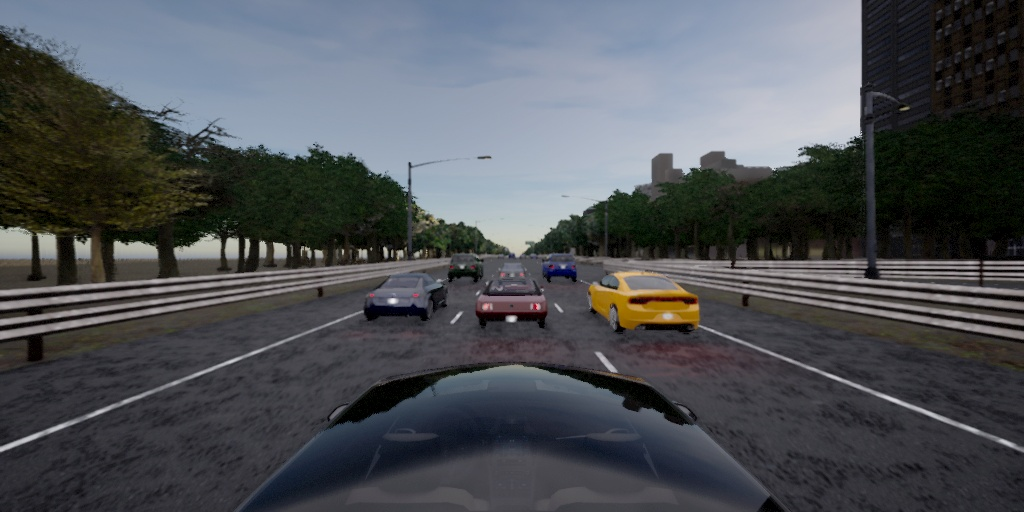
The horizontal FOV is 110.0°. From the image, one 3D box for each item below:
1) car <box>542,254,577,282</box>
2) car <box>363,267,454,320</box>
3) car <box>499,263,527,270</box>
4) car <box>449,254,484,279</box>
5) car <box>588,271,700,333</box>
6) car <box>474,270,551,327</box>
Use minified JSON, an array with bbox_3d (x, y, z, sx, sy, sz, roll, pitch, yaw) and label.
[{"bbox_3d":[3.560,0.834,27.499,2.150,2.045,5.566,0,1,0],"label":"car"},{"bbox_3d":[-3.440,1.265,12.380,1.994,1.385,4.181,0,0,0],"label":"car"},{"bbox_3d":[0.037,1.179,24.772,2.033,1.411,5.357,0,0,0],"label":"car"},{"bbox_3d":[-3.442,0.834,27.475,2.150,2.045,5.566,0,1,0],"label":"car"},{"bbox_3d":[3.546,1.187,10.590,1.882,1.535,5.008,0,1,0],"label":"car"},{"bbox_3d":[0.052,1.306,11.314,1.895,1.301,4.718,0,0,2],"label":"car"}]
